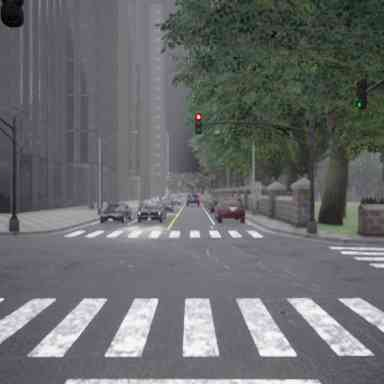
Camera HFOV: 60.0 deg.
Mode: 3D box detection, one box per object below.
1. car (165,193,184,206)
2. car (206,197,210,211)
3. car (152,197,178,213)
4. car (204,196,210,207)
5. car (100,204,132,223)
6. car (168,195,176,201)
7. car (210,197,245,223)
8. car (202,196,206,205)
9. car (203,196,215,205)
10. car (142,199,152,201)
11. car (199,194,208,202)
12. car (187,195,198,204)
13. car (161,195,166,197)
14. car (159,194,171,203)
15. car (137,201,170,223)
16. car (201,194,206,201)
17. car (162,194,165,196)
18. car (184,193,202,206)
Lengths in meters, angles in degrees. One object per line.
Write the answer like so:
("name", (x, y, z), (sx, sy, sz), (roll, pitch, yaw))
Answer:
("car", (-2.902, 1.392, 55.599), (2.097, 1.767, 4.553), (0, 0, 1))
("car", (2.857, 1.586, 36.311), (1.947, 1.339, 4.313), (0, 0, 0))
("car", (-3.000, 1.569, 37.944), (2.033, 1.411, 5.357), (0, 0, 0))
("car", (2.871, 1.577, 41.768), (2.008, 1.369, 4.403), (0, 0, 0))
("car", (-5.697, 1.575, 25.411), (1.947, 1.339, 4.313), (0, 0, 0))
("car", (-5.528, 1.528, 90.896), (1.967, 1.590, 4.097), (0, 0, 0))
("car", (2.828, 1.324, 25.399), (2.192, 1.841, 5.009), (0, 0, 0))
("car", (2.885, 1.583, 47.224), (2.008, 1.369, 4.403), (0, 0, 0))
("car", (2.913, 1.484, 58.138), (1.967, 1.590, 4.097), (0, 0, 0))
("car", (-5.655, 1.577, 41.782), (2.008, 1.369, 4.403), (0, 0, 0))
("car", (2.584, 1.420, 76.025), (2.097, 1.767, 4.553), (0, 0, 0))
("car", (0.171, 1.404, 65.911), (2.097, 1.767, 4.553), (0, 0, 0))
("car", (-5.626, 1.619, 52.696), (1.802, 1.307, 4.206), (0, 0, 0))
("car", (-5.584, 1.370, 69.068), (2.192, 1.841, 5.009), (0, 0, 0))
("car", (-3.033, 1.611, 25.851), (1.895, 1.301, 4.718), (0, 0, 0))
("car", (2.899, 1.478, 52.681), (1.967, 1.590, 4.097), (0, 0, 0))
("car", (-5.598, 1.631, 63.611), (1.802, 1.307, 4.206), (0, 0, 0))
("car", (0.191, 1.262, 55.279), (2.150, 2.045, 5.566), (0, 0, 1))
